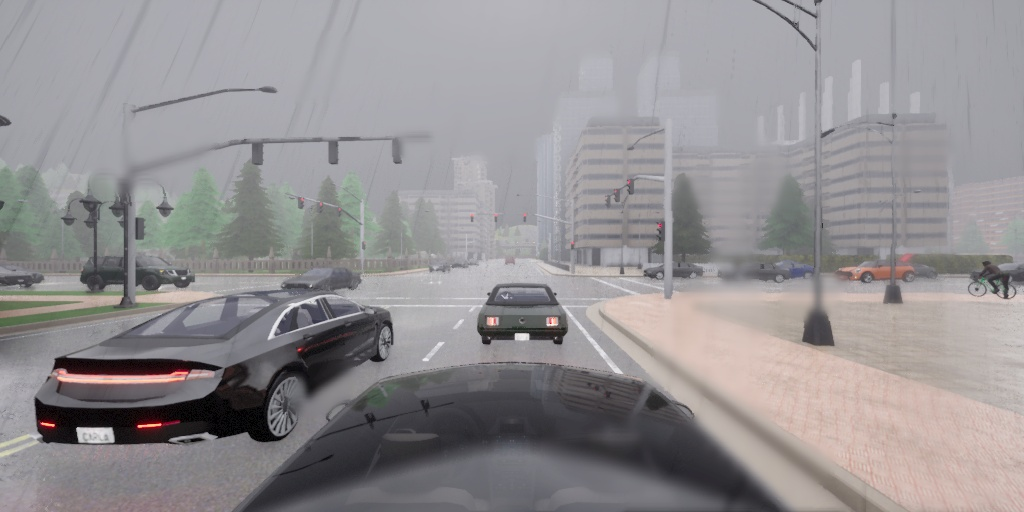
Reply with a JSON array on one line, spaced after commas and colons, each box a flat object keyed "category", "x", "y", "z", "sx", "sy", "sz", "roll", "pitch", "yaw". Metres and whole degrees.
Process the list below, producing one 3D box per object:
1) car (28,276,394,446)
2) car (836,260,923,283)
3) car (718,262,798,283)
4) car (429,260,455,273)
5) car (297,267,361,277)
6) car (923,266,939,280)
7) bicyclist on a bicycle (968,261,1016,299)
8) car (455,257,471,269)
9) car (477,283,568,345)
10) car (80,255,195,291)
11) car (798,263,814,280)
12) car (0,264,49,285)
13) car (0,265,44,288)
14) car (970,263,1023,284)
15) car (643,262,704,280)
[{"category": "car", "x": -3.330, "y": 1.243, "z": 5.337, "sx": 2.128, "sy": 1.511, "sz": 4.902, "roll": 0, "pitch": 0, "yaw": 1}, {"category": "car", "x": 27.413, "y": 1.110, "z": 27.138, "sx": 4.553, "sy": 1.767, "sz": 2.097, "roll": 0, "pitch": 0, "yaw": 2}, {"category": "car", "x": 18.480, "y": 1.263, "z": 27.434, "sx": 4.892, "sy": 1.490, "sz": 1.837, "roll": 0, "pitch": 0, "yaw": 2}, {"category": "car", "x": -8.869, "y": 1.255, "z": 44.323, "sx": 2.128, "sy": 1.511, "sz": 4.902, "roll": 0, "pitch": 0, "yaw": 2}, {"category": "car", "x": -10.134, "y": 1.303, "z": 19.600, "sx": 2.033, "sy": 1.411, "sz": 5.357, "roll": 0, "pitch": 0, "yaw": 2}, {"category": "car", "x": 33.261, "y": 1.323, "z": 30.446, "sx": 4.181, "sy": 1.385, "sz": 1.994, "roll": 0, "pitch": 0, "yaw": 1}, {"category": "bicyclist on a bicycle", "x": 21.180, "y": 1.055, "z": 15.856, "sx": 0.582, "sy": 1.620, "sz": 1.656, "roll": 0, "pitch": 0, "yaw": 2}, {"category": "car", "x": -8.400, "y": 1.120, "z": 57.836, "sx": 2.097, "sy": 1.767, "sz": 4.553, "roll": 0, "pitch": 0, "yaw": 2}, {"category": "car", "x": 0.262, "y": 1.353, "z": 9.489, "sx": 1.895, "sy": 1.301, "sz": 4.718, "roll": 0, "pitch": 0, "yaw": 1}, {"category": "car", "x": -22.431, "y": 0.978, "z": 21.574, "sx": 5.566, "sy": 2.045, "sz": 2.150, "roll": 0, "pitch": 0, "yaw": 2}, {"category": "car", "x": 23.306, "y": 1.237, "z": 30.777, "sx": 5.008, "sy": 1.535, "sz": 1.882, "roll": 0, "pitch": 0, "yaw": 2}, {"category": "car", "x": -36.330, "y": 1.322, "z": 25.580, "sx": 4.181, "sy": 1.385, "sz": 1.994, "roll": 0, "pitch": 0, "yaw": 2}, {"category": "car", "x": -32.417, "y": 1.234, "z": 21.930, "sx": 5.008, "sy": 1.535, "sz": 1.882, "roll": 0, "pitch": 0, "yaw": 2}, {"category": "car", "x": 37.528, "y": 1.236, "z": 26.792, "sx": 5.008, "sy": 1.535, "sz": 1.882, "roll": 0, "pitch": 0, "yaw": 2}, {"category": "car", "x": 13.959, "y": 1.264, "z": 31.085, "sx": 4.892, "sy": 1.490, "sz": 1.837, "roll": 0, "pitch": 0, "yaw": 2}]
